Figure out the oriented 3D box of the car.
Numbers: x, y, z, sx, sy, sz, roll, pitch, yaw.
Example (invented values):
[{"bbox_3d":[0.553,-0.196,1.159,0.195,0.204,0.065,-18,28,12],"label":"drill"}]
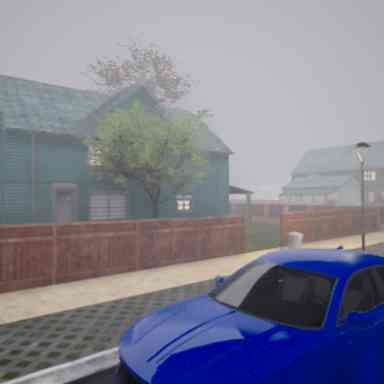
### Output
[{"bbox_3d":[1.494,1.527,4.246,5.008,1.535,1.882,0,-1,-39],"label":"car"}]
